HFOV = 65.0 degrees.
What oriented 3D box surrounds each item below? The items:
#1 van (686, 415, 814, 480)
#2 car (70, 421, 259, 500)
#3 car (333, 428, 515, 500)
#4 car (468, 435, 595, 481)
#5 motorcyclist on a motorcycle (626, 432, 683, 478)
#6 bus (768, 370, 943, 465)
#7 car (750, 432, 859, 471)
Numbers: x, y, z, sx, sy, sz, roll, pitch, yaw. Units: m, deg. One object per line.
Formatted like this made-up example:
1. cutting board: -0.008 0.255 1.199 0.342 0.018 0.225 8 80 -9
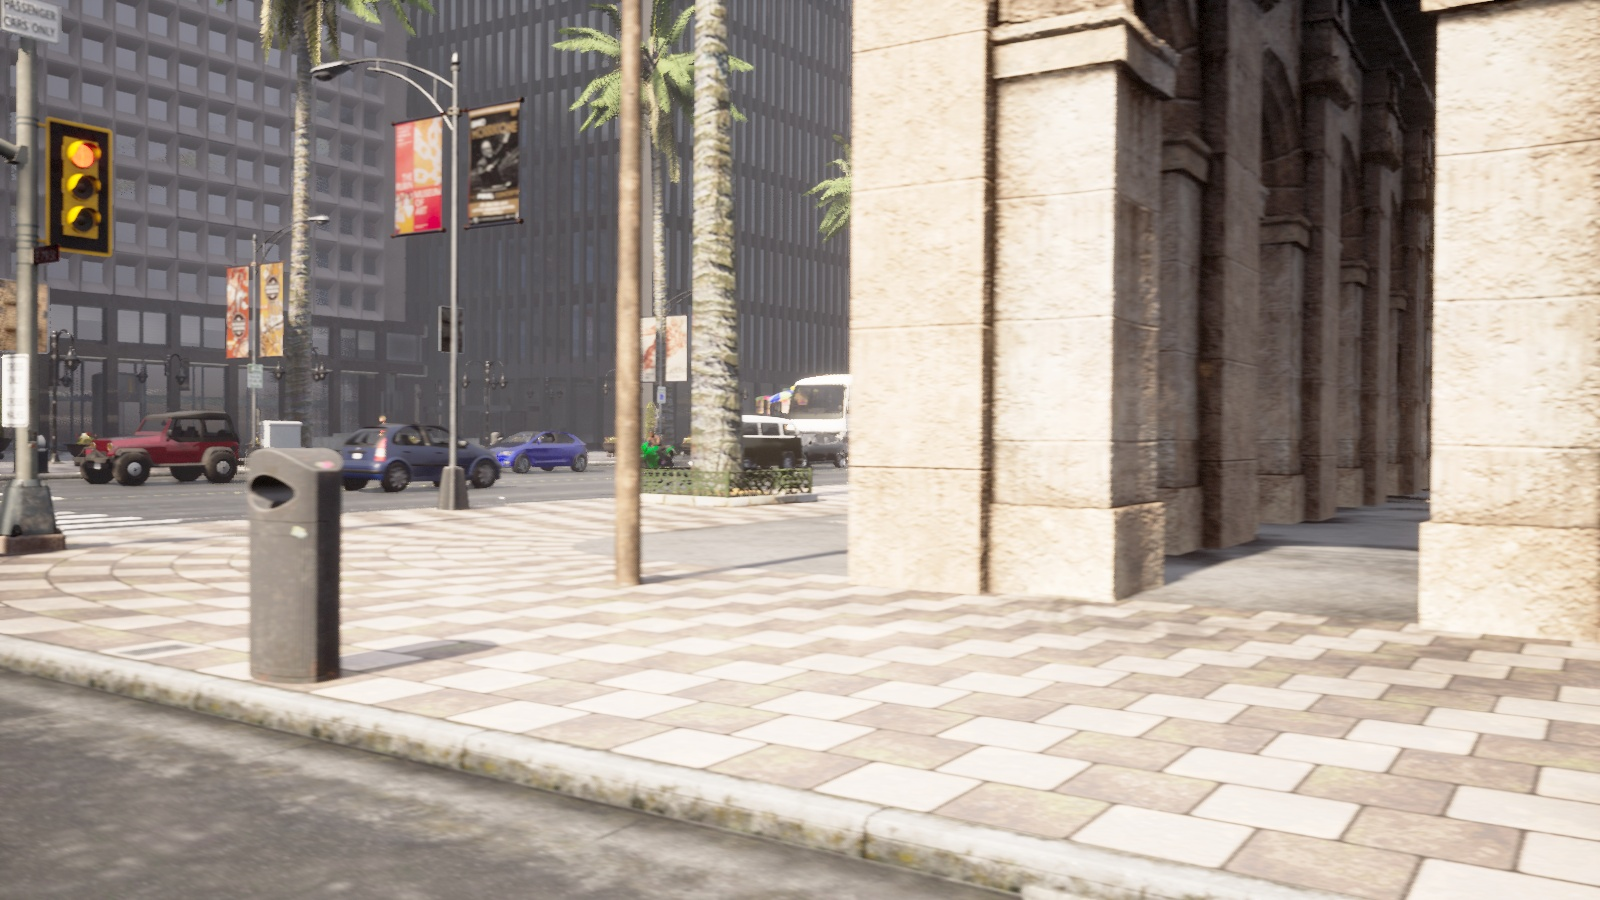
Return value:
1. van: -1.603 -0.113 41.931 2.069 2.038 4.480 0 1 33
2. car: -16.280 0.221 32.335 1.905 1.878 3.866 0 1 34
3. car: -9.072 0.286 30.579 1.851 1.617 3.988 0 1 33
4. car: -9.159 0.227 43.202 1.816 1.474 4.193 0 1 33
5. motorcyclist on a motorcycle: -4.996 0.159 43.153 0.797 1.523 2.044 0 1 33
6. bus: 2.948 -1.527 61.692 3.944 4.253 10.273 0 1 33
7. car: 0.251 0.019 51.111 2.163 1.488 4.792 0 1 33
